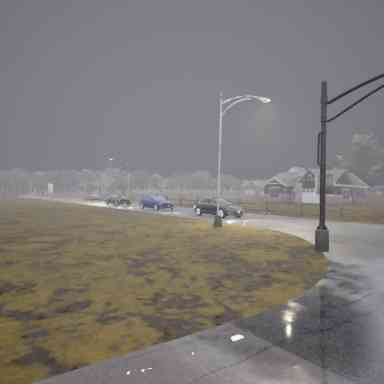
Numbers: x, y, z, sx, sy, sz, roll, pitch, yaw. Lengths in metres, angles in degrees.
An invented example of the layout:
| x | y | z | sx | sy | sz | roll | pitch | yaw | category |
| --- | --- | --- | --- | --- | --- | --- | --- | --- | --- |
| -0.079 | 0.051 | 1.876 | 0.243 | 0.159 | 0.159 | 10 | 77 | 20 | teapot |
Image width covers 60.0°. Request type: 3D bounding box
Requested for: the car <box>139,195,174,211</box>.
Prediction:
| x | y | z | sx | sy | sz | roll | pitch | yaw | category |
| --- | --- | --- | --- | --- | --- | --- | --- | --- | --- |
| -3.739 | 1.083 | 34.617 | 1.882 | 1.535 | 5.008 | 2 | 0 | -36 | car |

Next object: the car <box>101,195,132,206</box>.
| x | y | z | sx | sy | sz | roll | pitch | yaw | category |
| --- | --- | --- | --- | --- | --- | --- | --- | --- | --- |
| -9.529 | 1.108 | 42.770 | 1.895 | 1.301 | 4.718 | 2 | -1 | -35 | car |

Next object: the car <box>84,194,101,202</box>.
| x | y | z | sx | sy | sz | roll | pitch | yaw | category |
| --- | --- | --- | --- | --- | --- | --- | --- | --- | --- |
| -18.194 | 1.007 | 61.142 | 2.033 | 1.411 | 5.357 | 2 | -1 | -35 | car |

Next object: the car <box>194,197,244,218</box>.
| x | y | z | sx | sy | sz | roll | pitch | yaw | category |
| --- | --- | --- | --- | --- | --- | --- | --- | --- | --- |
| 2.056 | 1.226 | 26.470 | 1.837 | 1.490 | 4.892 | 2 | 0 | -35 | car |

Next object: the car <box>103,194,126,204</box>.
| x | y | z | sx | sy | sz | roll | pitch | yaw | category |
| --- | --- | --- | --- | --- | --- | --- | --- | --- | --- |
| -12.396 | 1.087 | 52.991 | 1.994 | 1.385 | 4.181 | 2 | -1 | -35 | car |
